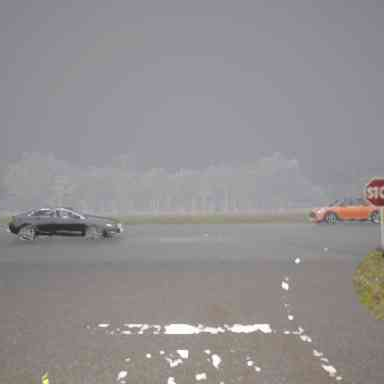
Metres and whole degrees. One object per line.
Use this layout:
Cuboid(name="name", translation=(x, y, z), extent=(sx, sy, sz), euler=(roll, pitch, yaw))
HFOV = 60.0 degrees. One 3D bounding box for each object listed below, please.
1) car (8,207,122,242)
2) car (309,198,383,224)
Cuboid(name="car", translation=(-5.694, 1.434, 15.213), extent=(4.902, 1.511, 2.128), euler=(1, -2, 0))
Cuboid(name="car", translation=(10.298, 1.229, 22.425), extent=(4.553, 1.767, 2.097), euler=(-1, -3, -1))
